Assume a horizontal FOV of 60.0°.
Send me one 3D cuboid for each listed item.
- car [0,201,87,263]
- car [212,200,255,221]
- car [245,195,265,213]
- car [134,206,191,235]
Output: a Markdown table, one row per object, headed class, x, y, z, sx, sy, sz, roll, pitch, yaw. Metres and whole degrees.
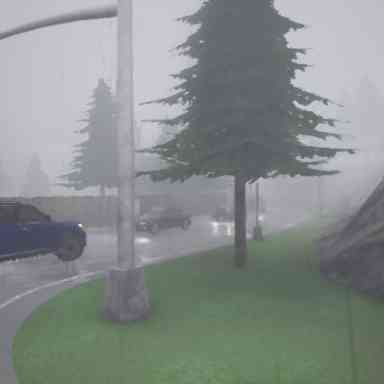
| class | x | y | z | sx | sy | sz | roll | pitch | yaw |
| --- | --- | --- | --- | --- | --- | --- | --- | --- | --- |
| car | -5.744 | 1.303 | 10.010 | 2.150 | 2.045 | 5.566 | -3 | -1 | 26 |
| car | 3.492 | 1.656 | 28.876 | 2.033 | 1.411 | 5.357 | -1 | 0 | 26 |
| car | 7.233 | 1.350 | 38.660 | 2.150 | 2.045 | 5.566 | 0 | 0 | 16 |
| car | -1.916 | 1.608 | 19.996 | 1.837 | 1.490 | 4.892 | -1 | 0 | 34 |
